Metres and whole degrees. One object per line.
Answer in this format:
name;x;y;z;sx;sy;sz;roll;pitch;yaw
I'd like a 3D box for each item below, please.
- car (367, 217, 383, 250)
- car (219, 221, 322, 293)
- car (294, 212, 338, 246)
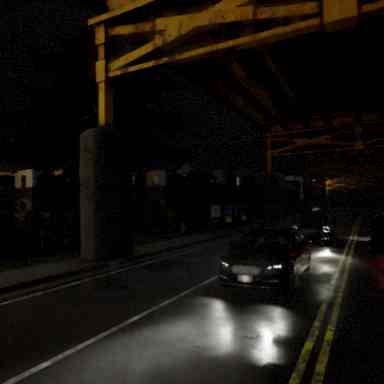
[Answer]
car;9.886;1.953;16.447;1.837;1.490;4.892;-2;-3;27
car;2.398;1.853;10.077;2.128;1.511;4.902;-2;-3;28
car;6.969;1.960;18.853;2.097;1.767;4.553;-2;-3;28
